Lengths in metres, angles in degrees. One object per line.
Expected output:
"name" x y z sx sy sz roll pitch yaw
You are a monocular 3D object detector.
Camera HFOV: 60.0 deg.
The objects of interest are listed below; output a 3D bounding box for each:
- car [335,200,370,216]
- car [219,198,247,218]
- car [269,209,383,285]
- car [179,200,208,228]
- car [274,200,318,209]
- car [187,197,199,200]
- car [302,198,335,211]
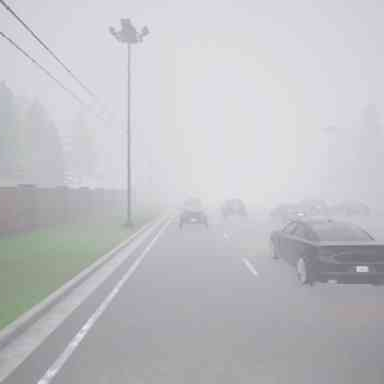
"car" 14.104 1.497 30.076 2.128 1.511 4.902 0 0 0
"car" 3.604 1.357 29.848 2.097 1.767 4.553 0 0 0
"car" 3.602 1.479 9.509 1.882 1.535 5.008 0 0 0
"car" 0.103 1.529 22.370 1.812 1.442 4.674 0 0 0
"car" 7.103 1.552 24.487 2.033 1.411 5.357 0 0 0
"car" 0.105 1.359 40.981 2.097 1.767 4.553 0 0 0
"car" 10.605 1.358 29.846 2.097 1.767 4.553 0 0 0
